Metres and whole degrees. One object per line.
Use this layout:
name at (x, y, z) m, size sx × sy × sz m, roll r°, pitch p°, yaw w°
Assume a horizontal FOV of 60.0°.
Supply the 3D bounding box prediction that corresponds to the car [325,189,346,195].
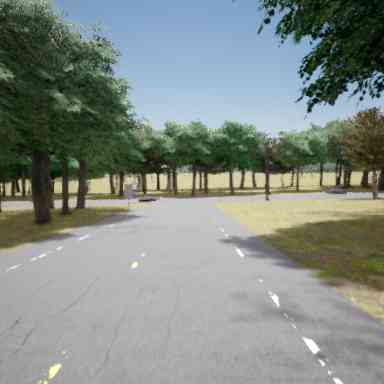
car at (34.491, -0.053, 80.026) m, size 4.902 × 1.511 × 2.128 m, roll -2°, pitch 3°, yaw 0°

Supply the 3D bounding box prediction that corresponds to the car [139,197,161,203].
car at (-9.125, 1.657, 72.956) m, size 4.718 × 1.301 × 1.895 m, roll -2°, pitch 3°, yaw -1°
